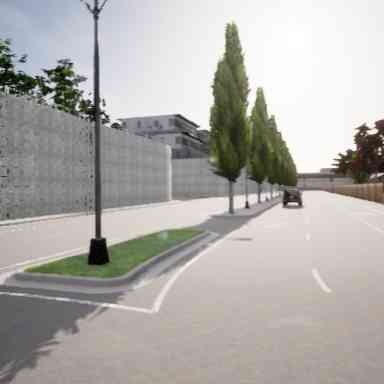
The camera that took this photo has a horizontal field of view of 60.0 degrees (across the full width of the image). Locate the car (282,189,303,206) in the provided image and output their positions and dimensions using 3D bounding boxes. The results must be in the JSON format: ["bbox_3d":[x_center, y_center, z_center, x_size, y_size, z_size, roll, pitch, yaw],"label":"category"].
[{"bbox_3d":[12.421,0.673,41.167,2.150,2.045,5.566,0,1,19],"label":"car"}]
